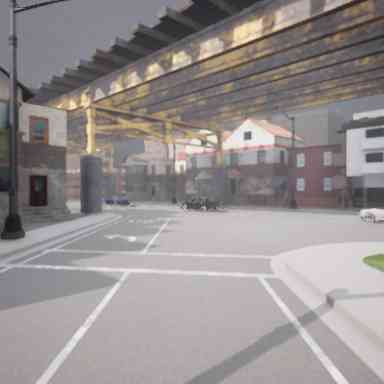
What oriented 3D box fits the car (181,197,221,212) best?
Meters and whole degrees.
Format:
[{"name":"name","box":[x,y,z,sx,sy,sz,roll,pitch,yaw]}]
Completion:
[{"name":"car","box":[0.889,1.319,35.923,1.837,1.490,4.892,0,0,-45]}]

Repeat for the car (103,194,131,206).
[{"name":"car","box":[-10.922,1.353,47.929,4.718,1.301,1.895,0,0,45]}]

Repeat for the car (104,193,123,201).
[{"name":"car","box":[-17.488,1.067,74.778,2.038,1.542,4.974,0,0,15]}]

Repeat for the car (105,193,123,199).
[{"name":"car","box":[-17.475,0.909,74.827,1.853,1.218,4.536,0,0,15]}]

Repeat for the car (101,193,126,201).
[{"name":"car","box":[-16.812,1.086,71.109,4.974,1.542,2.038,0,0,-15]}]

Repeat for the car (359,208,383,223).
[{"name":"car","box":[14.042,1.483,22.605,1.895,1.301,4.718,0,0,-45]}]

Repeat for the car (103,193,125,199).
[{"name":"car","box":[-16.761,0.928,71.121,4.536,1.218,1.853,0,0,-15]}]
